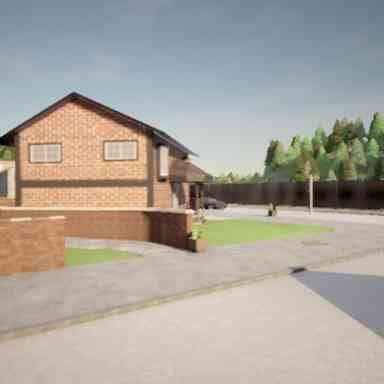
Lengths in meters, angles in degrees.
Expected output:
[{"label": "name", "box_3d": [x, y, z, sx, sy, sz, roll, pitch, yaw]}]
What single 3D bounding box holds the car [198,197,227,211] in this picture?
[{"label": "car", "box_3d": [1.867, 1.332, 38.017, 1.882, 1.535, 5.008, -1, 1, -36]}]
